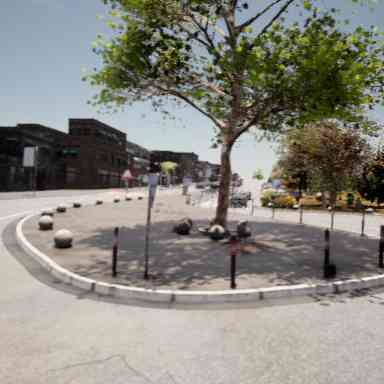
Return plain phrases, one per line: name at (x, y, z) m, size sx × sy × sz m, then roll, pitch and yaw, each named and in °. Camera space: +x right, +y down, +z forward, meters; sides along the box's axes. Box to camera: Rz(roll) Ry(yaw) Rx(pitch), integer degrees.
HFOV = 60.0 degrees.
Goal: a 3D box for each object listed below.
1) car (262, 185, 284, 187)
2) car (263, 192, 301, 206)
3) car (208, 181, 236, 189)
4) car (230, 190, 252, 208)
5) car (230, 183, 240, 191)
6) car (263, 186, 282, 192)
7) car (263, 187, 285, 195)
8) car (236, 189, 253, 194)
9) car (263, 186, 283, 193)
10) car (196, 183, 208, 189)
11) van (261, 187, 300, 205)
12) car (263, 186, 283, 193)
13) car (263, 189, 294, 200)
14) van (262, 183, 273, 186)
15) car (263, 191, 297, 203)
car at (15.165, 0.224, 59.094) m, size 4.553 × 1.767 × 2.185 m, roll 3°, pitch 3°, yaw 12°
car at (12.271, 0.913, 45.539) m, size 4.792 × 1.488 × 2.163 m, roll 3°, pitch 3°, yaw 12°
car at (7.918, -1.589, 88.072) m, size 5.566 × 2.045 × 2.435 m, roll 3°, pitch 3°, yaw 12°
car at (5.405, 0.941, 37.686) m, size 1.837 × 1.490 × 4.892 m, roll 3°, pitch 2°, yaw 12°
car at (7.352, -0.277, 62.683) m, size 2.097 × 1.767 × 4.553 m, roll 3°, pitch 3°, yaw 12°
car at (21.481, -0.810, 88.948) m, size 5.008 × 1.535 × 2.097 m, roll 3°, pitch 3°, yaw 12°
car at (18.561, -0.257, 75.391) m, size 4.792 × 1.488 × 2.163 m, roll 3°, pitch 3°, yaw 12°
car at (8.186, 0.474, 50.722) m, size 2.128 × 1.511 × 4.902 m, roll 3°, pitch 3°, yaw 12°
car at (20.905, -0.704, 86.234) m, size 4.892 × 1.521 × 2.231 m, roll 3°, pitch 3°, yaw 12°
car at (2.392, -1.625, 89.548) m, size 1.837 × 1.490 × 4.892 m, roll 3°, pitch 3°, yaw 12°
van at (11.562, 0.757, 42.846) m, size 4.442 × 1.987 × 1.878 m, roll 3°, pitch 3°, yaw 12°
car at (20.349, -0.569, 83.519) m, size 4.792 × 1.488 × 2.163 m, roll 3°, pitch 3°, yaw 12°
car at (14.558, 0.454, 56.393) m, size 5.008 × 1.535 × 2.097 m, roll 3°, pitch 3°, yaw 12°
van at (17.560, -0.294, 69.924) m, size 4.442 × 1.987 × 1.878 m, roll 3°, pitch 3°, yaw 12°
car at (13.425, 0.698, 50.965) m, size 4.792 × 1.488 × 2.163 m, roll 3°, pitch 3°, yaw 12°
